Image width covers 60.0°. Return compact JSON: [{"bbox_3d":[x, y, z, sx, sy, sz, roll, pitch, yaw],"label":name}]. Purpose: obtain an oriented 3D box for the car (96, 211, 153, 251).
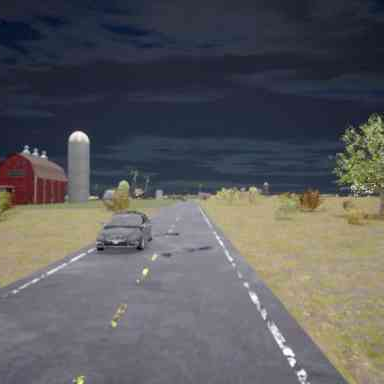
[{"bbox_3d":[-2.853,1.658,14.893,1.837,1.490,4.892,0,-1,0],"label":"car"}]
